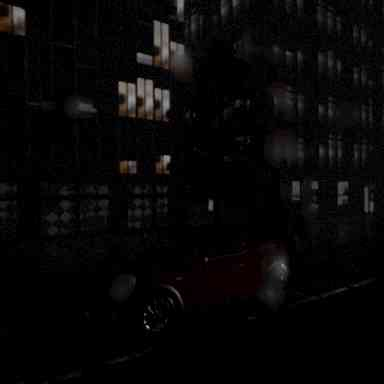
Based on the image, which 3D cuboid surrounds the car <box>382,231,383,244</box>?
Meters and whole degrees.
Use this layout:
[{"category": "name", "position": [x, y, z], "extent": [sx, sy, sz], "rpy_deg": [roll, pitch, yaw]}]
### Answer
[{"category": "car", "position": [9.191, 1.463, 13.123], "extent": [4.403, 1.369, 2.008], "rpy_deg": [0, 0, -35]}]

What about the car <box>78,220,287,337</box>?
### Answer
[{"category": "car", "position": [-0.065, 1.419, 6.524], "extent": [4.097, 1.590, 1.967], "rpy_deg": [0, 0, -35]}]
